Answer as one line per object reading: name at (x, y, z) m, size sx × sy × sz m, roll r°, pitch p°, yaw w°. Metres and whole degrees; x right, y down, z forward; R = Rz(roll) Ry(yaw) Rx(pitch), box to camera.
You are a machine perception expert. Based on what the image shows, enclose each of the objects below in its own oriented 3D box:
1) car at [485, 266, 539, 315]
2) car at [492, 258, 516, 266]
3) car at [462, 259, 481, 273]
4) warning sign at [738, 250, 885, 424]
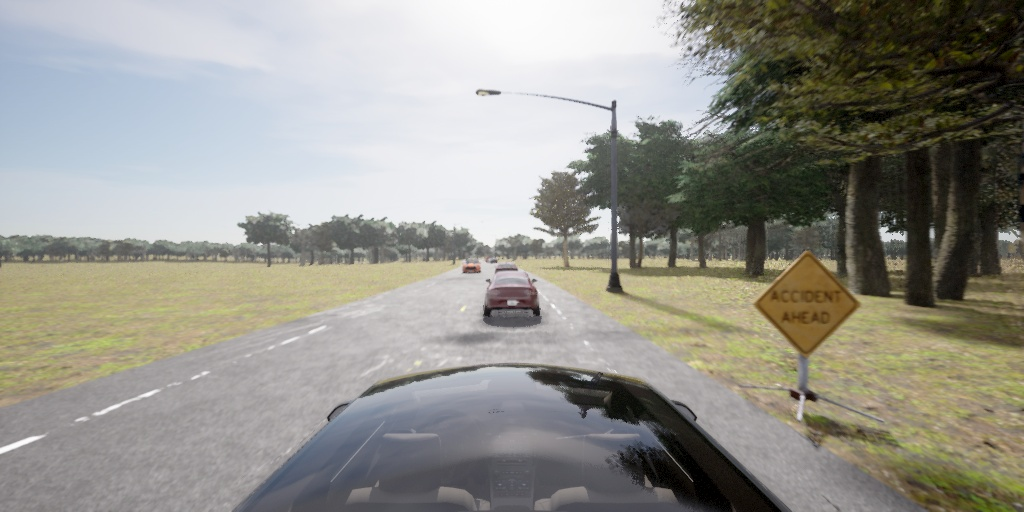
car at (-0.024, 1.276, 13.415) m, size 1.812 × 1.442 × 4.674 m, roll 0°, pitch 0°, yaw -1°
car at (-0.472, 1.228, 29.998) m, size 1.882 × 1.535 × 5.008 m, roll 0°, pitch 0°, yaw -2°
car at (-4.736, 1.106, 42.453) m, size 2.097 × 1.767 × 4.553 m, roll 0°, pitch 0°, yaw -3°
warning sign at (3.550, 0.862, 4.379) m, size 1.300 × 1.860 × 1.060 m, roll 0°, pitch 0°, yaw 0°
